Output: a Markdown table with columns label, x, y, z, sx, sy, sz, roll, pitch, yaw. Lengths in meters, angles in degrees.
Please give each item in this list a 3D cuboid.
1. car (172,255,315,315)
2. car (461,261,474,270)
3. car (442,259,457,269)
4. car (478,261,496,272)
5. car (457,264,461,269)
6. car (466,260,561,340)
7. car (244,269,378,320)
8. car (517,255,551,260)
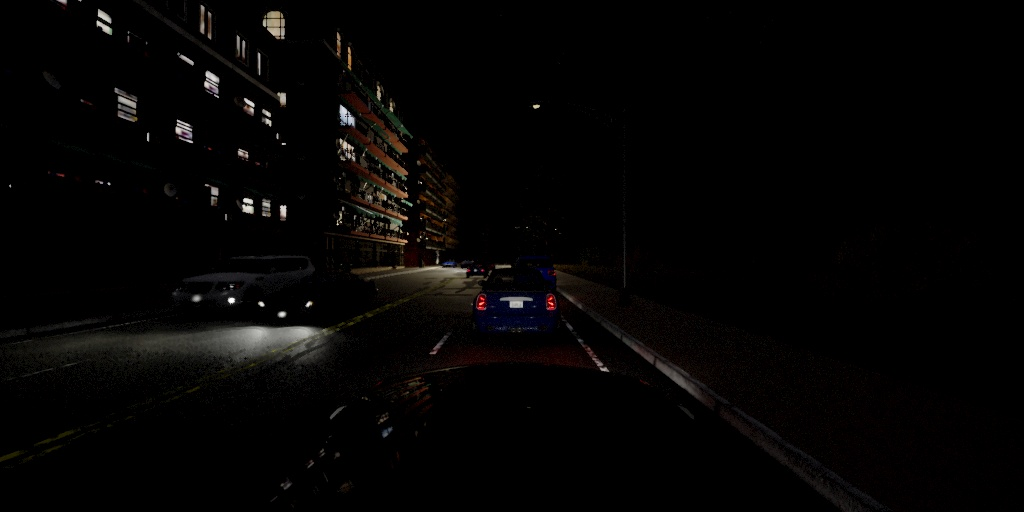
| label | x | y | z | sx | sy | sz | roll | pitch | yaw |
| --- | --- | --- | --- | --- | --- | --- | --- | --- | --- |
| car | -9.850 | 0.973 | 13.958 | 2.150 | 2.045 | 5.566 | 0 | 0 | 0 |
| car | -3.154 | 1.299 | 33.637 | 2.033 | 1.411 | 5.357 | 0 | 0 | 0 |
| car | -9.834 | 1.276 | 57.180 | 1.812 | 1.442 | 4.674 | 0 | 0 | 0 |
| car | -3.145 | 1.315 | 45.792 | 1.994 | 1.385 | 4.181 | 0 | 0 | 0 |
| car | -6.594 | 1.351 | 53.887 | 1.895 | 1.301 | 4.718 | 0 | 0 | 0 |
| car | 0.097 | 1.103 | 10.161 | 2.097 | 1.767 | 4.553 | 0 | 0 | 0 |
| car | -6.601 | 1.299 | 12.957 | 2.033 | 1.411 | 5.357 | 0 | 0 | 0 |
| car | 1.136 | 0.977 | 19.736 | 2.150 | 2.045 | 5.566 | 0 | 0 | 0 |
